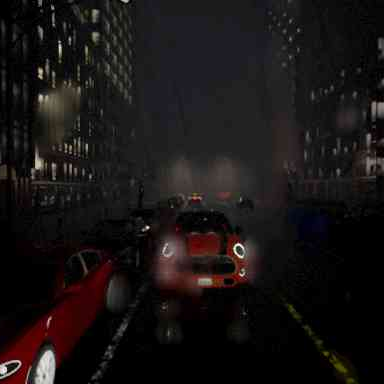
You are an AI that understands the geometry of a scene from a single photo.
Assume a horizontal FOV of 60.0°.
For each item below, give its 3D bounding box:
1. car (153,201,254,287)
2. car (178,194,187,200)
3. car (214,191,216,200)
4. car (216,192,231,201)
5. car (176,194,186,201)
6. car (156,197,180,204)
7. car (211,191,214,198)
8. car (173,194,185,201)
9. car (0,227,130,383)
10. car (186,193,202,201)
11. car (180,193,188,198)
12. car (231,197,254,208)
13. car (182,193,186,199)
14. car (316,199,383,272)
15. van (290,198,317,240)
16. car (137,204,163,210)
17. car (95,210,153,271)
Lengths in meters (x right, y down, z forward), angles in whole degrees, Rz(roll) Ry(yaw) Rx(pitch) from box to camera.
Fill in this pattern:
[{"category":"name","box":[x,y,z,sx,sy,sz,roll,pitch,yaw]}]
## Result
[{"category":"car","box":[0.278,1.296,9.265,2.097,1.767,4.553,0,0,0]},{"category":"car","box":[-2.147,1.075,78.743,1.947,1.339,4.313,-1,0,0]},{"category":"car","box":[6.203,0.896,67.354,2.192,1.841,5.009,-1,0,0]},{"category":"car","box":[6.188,0.932,61.670,2.192,1.841,5.009,-1,0,0]},{"category":"car","box":[-2.176,1.108,67.206,1.752,1.417,4.829,-1,0,0]},{"category":"car","box":[-2.275,1.380,27.591,2.008,1.369,4.403,-1,0,0]},{"category":"car","box":[6.233,0.950,78.722,1.967,1.590,4.097,-1,0,0]},{"category":"car","box":[-2.246,1.309,38.958,2.008,1.369,4.403,-1,0,0]},{"category":"car","box":[-2.331,1.514,4.857,1.887,1.381,4.507,-1,0,0]},{"category":"car","box":[0.488,1.020,53.537,2.097,1.767,4.553,0,0,0]},{"category":"car","box":[-2.119,0.988,90.110,2.008,1.369,4.403,-1,0,0]},{"category":"car","box":[6.135,1.309,38.937,2.008,1.369,4.403,-1,0,0]},{"category":"car","box":[-2.218,1.270,50.325,1.802,1.307,4.206,-1,0,0]},{"category":"car","box":[6.061,1.249,10.518,2.192,1.841,5.009,-1,0,0]},{"category":"van","box":[6.076,1.240,16.202,1.690,1.788,3.998,-1,0,0]},{"category":"car","box":[-2.302,1.481,16.224,1.802,1.307,4.206,-1,0,0]},{"category":"car","box":[-2.317,1.485,10.541,2.008,1.369,4.403,-1,0,0]}]
